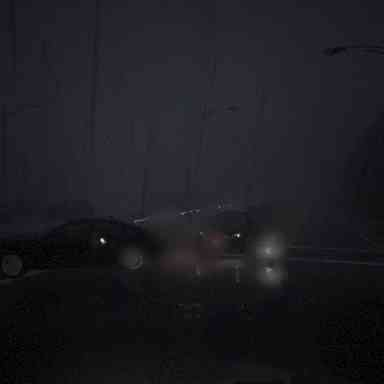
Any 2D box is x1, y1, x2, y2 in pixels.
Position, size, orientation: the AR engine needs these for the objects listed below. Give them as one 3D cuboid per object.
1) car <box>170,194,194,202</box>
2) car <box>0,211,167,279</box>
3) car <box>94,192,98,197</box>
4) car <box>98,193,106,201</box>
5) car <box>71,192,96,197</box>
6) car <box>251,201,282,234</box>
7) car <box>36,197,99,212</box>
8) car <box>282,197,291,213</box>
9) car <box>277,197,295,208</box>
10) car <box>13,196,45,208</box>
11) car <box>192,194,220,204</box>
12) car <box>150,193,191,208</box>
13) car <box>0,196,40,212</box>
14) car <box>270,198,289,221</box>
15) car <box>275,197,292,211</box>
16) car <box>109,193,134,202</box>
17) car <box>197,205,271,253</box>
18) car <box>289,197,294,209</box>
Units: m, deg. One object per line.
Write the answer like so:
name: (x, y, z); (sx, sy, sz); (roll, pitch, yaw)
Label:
car: (-2.104, 1.257, 68.690); (4.514, 1.523, 2.007); (0, 0, 18)
car: (-3.272, 1.475, 9.872); (5.008, 1.535, 1.882); (0, 0, -15)
car: (-21.856, 1.298, 67.986); (3.806, 1.475, 1.970); (0, 0, 18)
car: (-20.214, 1.014, 70.941); (3.866, 1.878, 1.905); (0, 0, 18)
car: (-18.464, 1.249, 53.736); (4.514, 1.523, 2.007); (0, 0, 18)
car: (3.960, 1.490, 19.305); (1.837, 1.490, 4.892); (0, 0, 19)
car: (-9.036, 1.356, 24.209); (3.633, 1.501, 1.845); (0, 0, 18)
car: (7.747, 1.486, 30.515); (1.837, 1.490, 4.892); (0, 0, 19)
car: (13.539, 1.468, 47.686); (2.128, 1.511, 4.902); (0, 0, 19)
car: (-21.698, 1.273, 44.281); (3.633, 1.501, 1.845); (0, 0, 18)
car: (1.660, 1.125, 56.782); (5.027, 1.636, 2.152); (0, 0, 18)
car: (-2.967, 1.074, 41.774); (4.605, 1.855, 1.932); (0, 0, 18)
car: (-15.115, 1.356, 29.404); (3.806, 1.475, 1.970); (0, 0, 18)
car: (5.870, 1.474, 24.951); (2.128, 1.511, 4.902); (0, 0, 19)
car: (11.658, 1.483, 42.110); (1.837, 1.490, 4.892); (0, 0, 19)
car: (-13.809, 1.045, 65.312); (4.605, 1.855, 1.932); (0, 0, 18)
car: (1.813, 1.514, 13.896); (1.812, 1.442, 4.674); (0, 0, 24)
car: (9.786, 1.543, 36.553); (1.994, 1.385, 4.181); (0, 0, 19)
